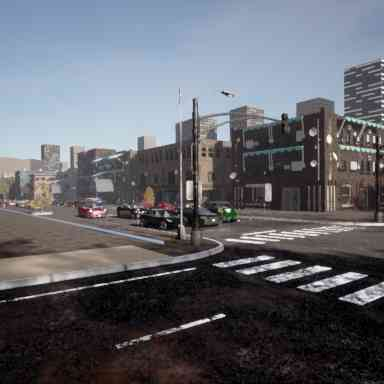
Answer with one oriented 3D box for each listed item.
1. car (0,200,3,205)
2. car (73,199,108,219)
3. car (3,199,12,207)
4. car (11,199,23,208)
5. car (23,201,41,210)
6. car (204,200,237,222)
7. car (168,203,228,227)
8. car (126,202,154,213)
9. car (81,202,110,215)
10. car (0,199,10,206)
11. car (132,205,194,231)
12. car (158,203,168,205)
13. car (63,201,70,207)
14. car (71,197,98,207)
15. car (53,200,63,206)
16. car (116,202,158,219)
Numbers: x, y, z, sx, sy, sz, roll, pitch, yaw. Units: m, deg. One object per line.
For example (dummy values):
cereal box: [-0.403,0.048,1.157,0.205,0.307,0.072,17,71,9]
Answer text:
car: [-43.383,2.547,78.478,2.008,1.369,4.403,-1,0,-37]
car: [-10.256,1.847,34.136,1.967,1.590,4.097,-2,0,-37]
car: [-40.073,2.380,74.043,1.967,1.590,4.097,-1,0,-37]
car: [-33.445,2.376,65.176,2.008,1.369,4.403,-1,0,-37]
car: [-26.717,2.233,56.171,1.752,1.417,4.829,-1,0,-37]
car: [1.621,1.561,27.817,2.097,1.767,4.553,-1,0,-36]
car: [0.262,1.783,24.384,1.994,1.385,4.181,-1,0,-38]
car: [-6.853,1.966,43.588,1.802,1.307,4.206,-2,0,-37]
car: [-11.839,1.975,40.619,1.812,1.442,4.674,-1,0,-36]
car: [-46.696,2.598,82.912,1.887,1.381,4.507,-1,0,-37]
car: [-2.045,1.815,22.948,1.947,1.339,4.313,-2,0,-37]
car: [-3.541,1.904,39.155,1.802,1.307,4.206,-2,0,-37]
car: [-23.419,2.228,65.759,1.887,1.381,4.507,-1,0,-37]
car: [-17.245,2.069,53.182,1.837,1.490,4.892,-1,0,-37]
car: [-30.045,2.364,74.628,1.947,1.339,4.313,-1,0,-37]
car: [-5.718,1.825,32.412,2.128,1.511,4.902,-1,0,-37]
